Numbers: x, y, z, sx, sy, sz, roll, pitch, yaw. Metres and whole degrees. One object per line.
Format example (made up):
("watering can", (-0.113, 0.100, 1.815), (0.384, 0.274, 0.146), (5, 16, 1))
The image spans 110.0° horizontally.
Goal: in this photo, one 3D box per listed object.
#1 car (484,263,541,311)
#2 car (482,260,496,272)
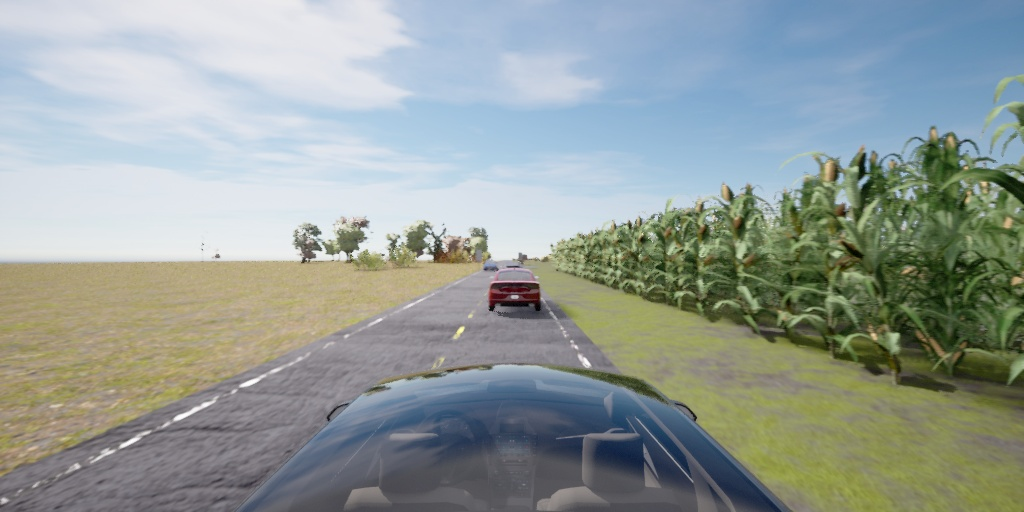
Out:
("car", (0.097, 1.234, 14.589), (1.882, 1.535, 5.008), (0, 0, 0))
("car", (-2.808, 1.319, 47.780), (1.812, 1.442, 4.674), (0, 0, 0))
